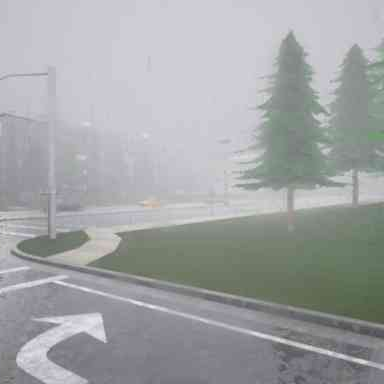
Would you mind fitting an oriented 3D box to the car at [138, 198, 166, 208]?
[{"bbox_3d":[-6.034,1.659,50.718,1.882,1.535,5.008,0,0,35],"label":"car"}]

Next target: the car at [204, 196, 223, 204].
[{"bbox_3d":[4.145,1.575,65.094,2.097,1.767,4.553,0,0,35],"label":"car"}]

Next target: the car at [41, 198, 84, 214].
[{"bbox_3d":[-14.840,1.534,38.168,2.097,1.767,4.553,0,0,35],"label":"car"}]
